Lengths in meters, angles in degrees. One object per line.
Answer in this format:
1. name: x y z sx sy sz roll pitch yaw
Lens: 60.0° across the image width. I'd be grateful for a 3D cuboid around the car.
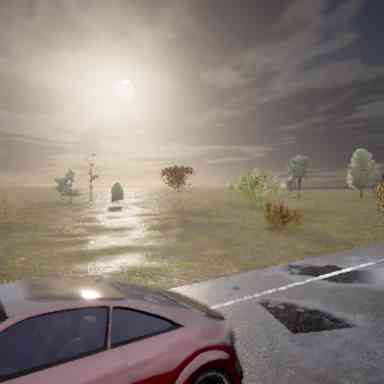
1. car: -1.549 1.559 2.887 4.181 1.385 1.994 -1 1 -35
